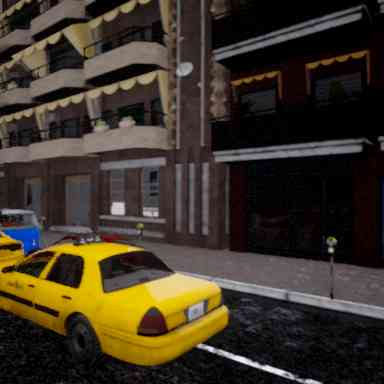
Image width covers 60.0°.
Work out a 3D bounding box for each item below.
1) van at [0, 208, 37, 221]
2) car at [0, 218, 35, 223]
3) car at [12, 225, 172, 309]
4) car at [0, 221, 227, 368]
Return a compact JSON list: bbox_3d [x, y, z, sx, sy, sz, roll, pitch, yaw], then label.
[{"bbox_3d":[-7.141,1.475,11.909,3.998,1.788,1.690,0,-1,37],"label":"van"},{"bbox_3d":[-6.663,1.580,9.320,5.008,1.535,1.882,0,-1,37],"label":"car"},{"bbox_3d":[-2.704,1.689,8.603,4.206,1.307,1.802,0,-1,37],"label":"car"},{"bbox_3d":[-2.001,1.529,5.852,5.366,1.575,1.801,0,-1,37],"label":"car"}]
